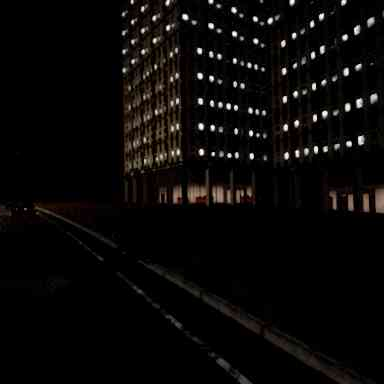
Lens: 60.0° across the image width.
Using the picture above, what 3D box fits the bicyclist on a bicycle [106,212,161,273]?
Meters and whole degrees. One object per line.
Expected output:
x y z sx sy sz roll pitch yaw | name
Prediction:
-1.685 1.355 9.357 1.656 1.620 0.582 -10 5 -27 | bicyclist on a bicycle

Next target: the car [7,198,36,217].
-15.261 1.483 30.091 2.033 1.411 5.357 0 0 -30 | car

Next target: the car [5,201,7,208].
-22.992 1.463 42.975 2.033 1.411 5.357 0 0 -32 | car
